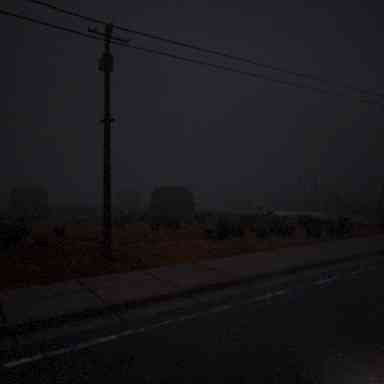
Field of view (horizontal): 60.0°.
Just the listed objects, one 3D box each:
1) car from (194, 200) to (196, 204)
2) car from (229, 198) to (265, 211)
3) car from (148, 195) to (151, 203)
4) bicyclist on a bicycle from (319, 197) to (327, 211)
[{"bbox_3d":[-1.276,1.575,57.404,1.895,1.301,4.718,0,0,-32],"label":"car"},{"bbox_3d":[6.322,1.451,38.717,1.882,1.535,5.008,0,0,-33],"label":"car"},{"bbox_3d":[-6.020,1.324,58.218,2.097,1.767,4.553,0,0,-32],"label":"car"},{"bbox_3d":[15.111,1.433,38.141,1.656,1.620,0.582,0,0,-33],"label":"bicyclist on a bicycle"}]
